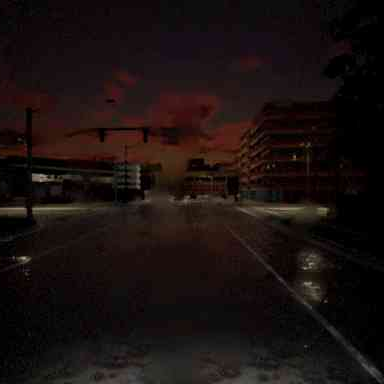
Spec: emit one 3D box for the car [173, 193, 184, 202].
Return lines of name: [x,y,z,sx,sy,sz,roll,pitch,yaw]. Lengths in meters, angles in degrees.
car: [-3.191,1.370,73.968,1.837,1.490,4.892,0,0,0]

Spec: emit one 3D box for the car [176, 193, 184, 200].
car: [-3.332,1.195,90.489,2.097,1.767,4.553,0,0,0]

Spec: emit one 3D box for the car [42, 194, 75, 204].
car: [-23.321,1.193,57.130,4.611,1.667,2.242,0,0,1]

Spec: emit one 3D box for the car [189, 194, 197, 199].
car: [0.196,1.194,87.244,1.837,1.490,4.892,0,0,0]
